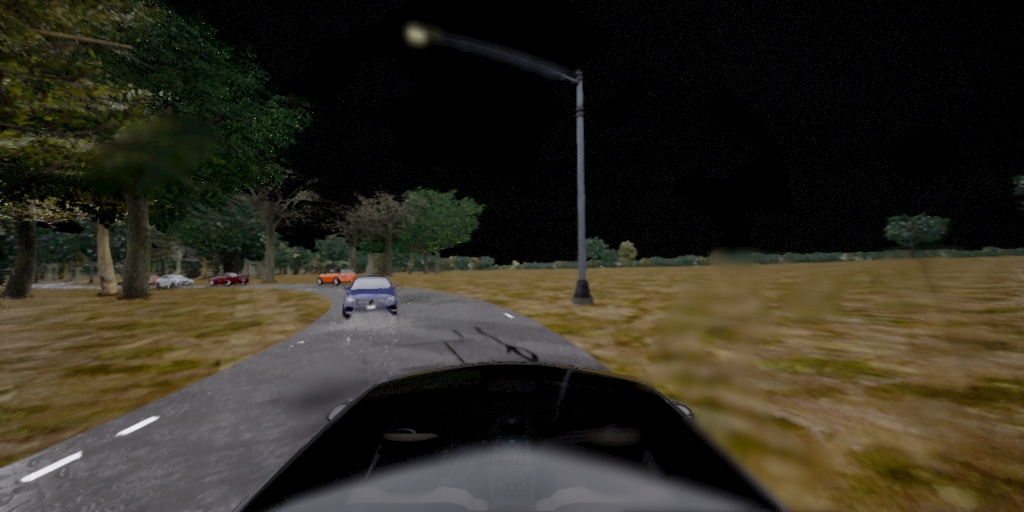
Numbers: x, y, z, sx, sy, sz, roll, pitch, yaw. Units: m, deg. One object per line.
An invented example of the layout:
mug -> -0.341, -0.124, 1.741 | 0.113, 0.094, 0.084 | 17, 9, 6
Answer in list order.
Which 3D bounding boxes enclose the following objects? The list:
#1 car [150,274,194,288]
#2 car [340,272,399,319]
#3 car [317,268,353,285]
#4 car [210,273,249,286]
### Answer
car -> -38.964, 2.884, 41.364 | 4.674, 1.442, 1.812 | -2, -2, 20
car -> -5.595, 1.523, 14.341 | 1.812, 1.442, 4.674 | 0, -1, -21
car -> -18.040, 2.080, 36.959 | 4.553, 1.767, 2.097 | -2, -2, 34
car -> -33.990, 2.772, 43.110 | 5.008, 1.535, 1.882 | -2, -2, 20
